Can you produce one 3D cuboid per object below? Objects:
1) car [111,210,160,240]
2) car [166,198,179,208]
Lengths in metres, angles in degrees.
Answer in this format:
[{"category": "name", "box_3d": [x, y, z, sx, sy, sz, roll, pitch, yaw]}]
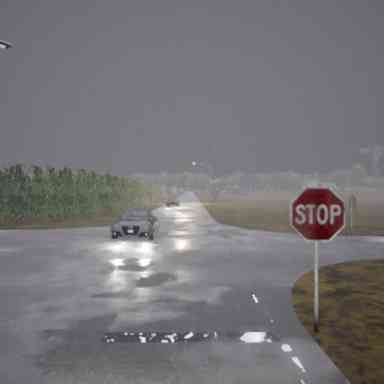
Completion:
[{"category": "car", "box_3d": [-2.775, 1.603, 17.014, 1.994, 1.385, 4.181, 1, -1, 0]}, {"category": "car", "box_3d": [-2.861, 1.584, 49.434, 1.895, 1.301, 4.718, 0, 0, 0]}]
